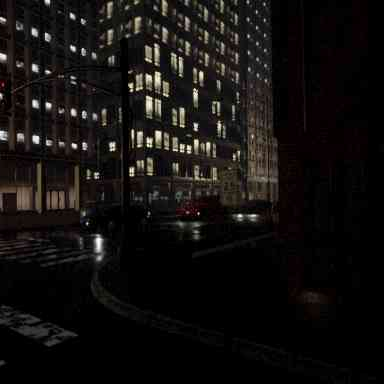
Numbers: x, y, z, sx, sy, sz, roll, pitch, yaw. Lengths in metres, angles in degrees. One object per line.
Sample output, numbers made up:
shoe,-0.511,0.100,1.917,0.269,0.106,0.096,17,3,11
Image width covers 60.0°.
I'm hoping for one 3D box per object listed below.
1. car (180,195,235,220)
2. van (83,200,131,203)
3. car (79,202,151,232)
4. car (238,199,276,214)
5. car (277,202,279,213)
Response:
car,1.256,1.307,29.115,2.150,2.045,5.566,-1,-1,36
van,-5.980,1.460,23.458,1.690,1.788,3.998,-2,-1,36
car,-4.633,1.571,20.925,1.837,1.490,4.892,-1,-1,33
car,7.261,1.584,37.477,1.882,1.535,5.008,-1,-1,36
car,10.728,1.524,36.841,1.882,1.535,5.008,-1,-1,36
